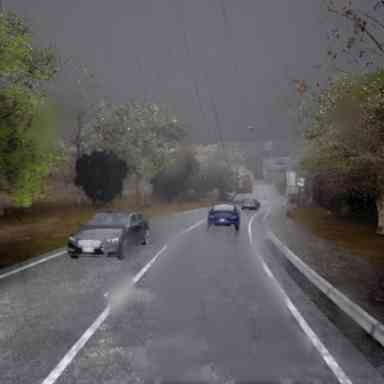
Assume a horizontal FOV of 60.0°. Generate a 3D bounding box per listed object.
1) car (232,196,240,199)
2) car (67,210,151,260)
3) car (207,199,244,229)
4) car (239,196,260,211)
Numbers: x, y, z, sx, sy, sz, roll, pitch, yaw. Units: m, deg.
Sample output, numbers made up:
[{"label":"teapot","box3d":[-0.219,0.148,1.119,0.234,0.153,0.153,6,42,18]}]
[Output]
[{"label":"car","box3d":[7.671,1.439,53.789,1.837,1.490,4.892,2,1,20]},{"label":"car","box3d":[-2.827,1.441,12.312,2.128,1.511,4.902,0,0,6]},{"label":"car","box3d":[2.155,1.459,21.464,1.882,1.535,5.008,1,0,10]},{"label":"car","box3d":[7.483,1.579,42.090,1.994,1.385,4.181,2,0,18]}]
